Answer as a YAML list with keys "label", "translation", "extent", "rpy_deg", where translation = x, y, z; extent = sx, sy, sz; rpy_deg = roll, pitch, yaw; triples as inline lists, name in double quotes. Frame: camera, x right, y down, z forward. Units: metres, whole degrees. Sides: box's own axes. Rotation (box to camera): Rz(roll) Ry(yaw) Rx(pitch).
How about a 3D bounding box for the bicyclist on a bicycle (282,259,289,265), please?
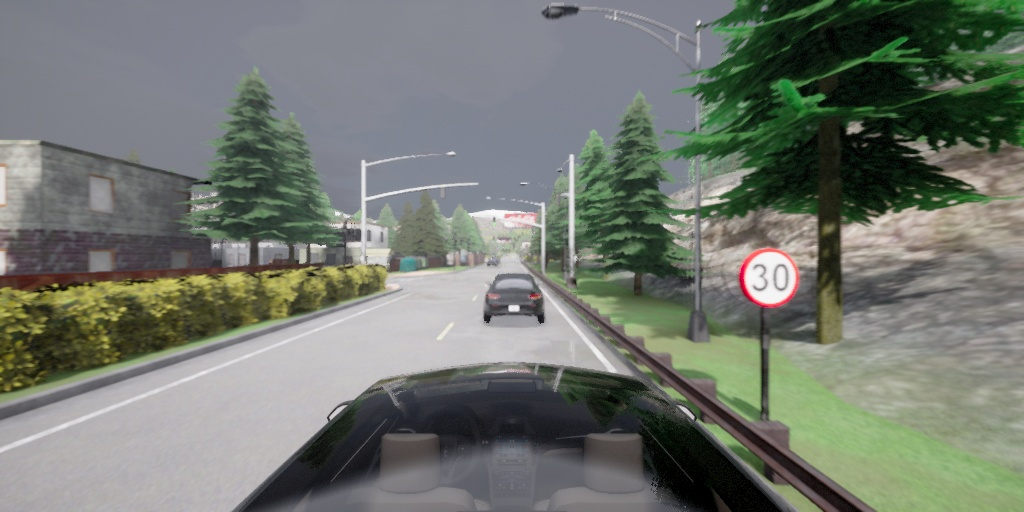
- label: "bicyclist on a bicycle"
  translation: [-23.122, 1.145, 36.596]
  extent: [0.582, 1.620, 1.656]
  rpy_deg: [0, 0, 7]

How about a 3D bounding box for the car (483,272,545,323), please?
- label: "car"
  translation: [0.071, 1.258, 12.004]
  extent: [1.812, 1.442, 4.674]
  rpy_deg: [0, 0, 0]

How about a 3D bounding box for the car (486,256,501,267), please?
- label: "car"
  translation: [-3.490, 1.188, 63.413]
  extent: [2.033, 1.411, 5.357]
  rpy_deg: [0, 0, 0]
